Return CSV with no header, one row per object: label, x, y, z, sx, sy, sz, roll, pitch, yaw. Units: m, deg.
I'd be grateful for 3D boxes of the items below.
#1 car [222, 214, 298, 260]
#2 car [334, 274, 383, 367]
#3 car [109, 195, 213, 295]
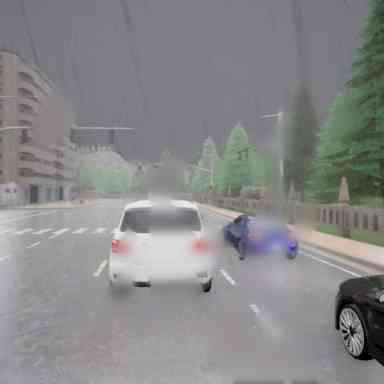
car,2.354,1.526,12.308,1.812,1.442,4.674,0,0,-6
car,3.125,1.492,3.080,2.128,1.511,4.902,0,0,-3
car,-0.793,1.221,8.951,2.150,2.045,5.566,0,0,-5
